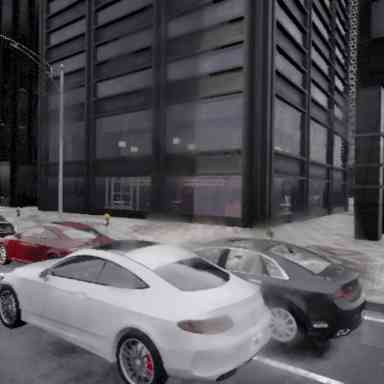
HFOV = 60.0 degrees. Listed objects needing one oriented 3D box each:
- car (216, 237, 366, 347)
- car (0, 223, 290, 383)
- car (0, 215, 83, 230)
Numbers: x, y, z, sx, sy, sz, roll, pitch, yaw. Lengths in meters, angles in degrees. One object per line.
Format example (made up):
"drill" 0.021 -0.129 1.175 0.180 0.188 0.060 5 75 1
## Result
"car" 0.715 1.522 6.142 4.403 1.369 2.008 1 1 36
"car" -1.139 1.482 5.120 4.674 1.442 1.812 1 0 36
"car" -3.864 1.478 9.428 4.206 1.307 1.802 1 1 36
